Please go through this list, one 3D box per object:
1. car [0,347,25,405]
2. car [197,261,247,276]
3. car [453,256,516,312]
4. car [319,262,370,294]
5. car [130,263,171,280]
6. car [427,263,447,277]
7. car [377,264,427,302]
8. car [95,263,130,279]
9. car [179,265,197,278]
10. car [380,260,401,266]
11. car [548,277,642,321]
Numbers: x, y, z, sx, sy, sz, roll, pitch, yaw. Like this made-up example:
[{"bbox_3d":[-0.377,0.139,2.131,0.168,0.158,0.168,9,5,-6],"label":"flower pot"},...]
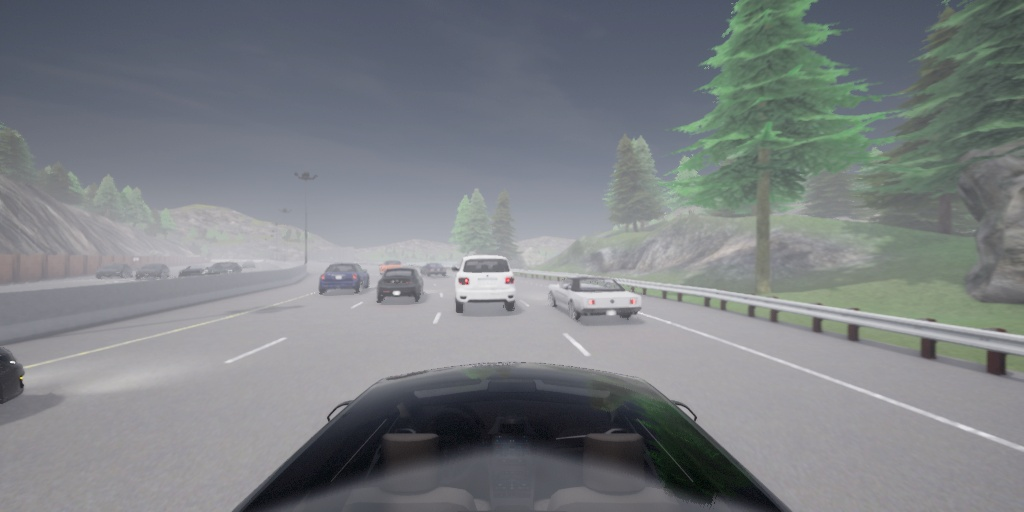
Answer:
[{"bbox_3d":[-7.137,1.287,2.494,1.837,1.490,4.892,0,0,-1],"label":"car"},{"bbox_3d":[-24.692,1.285,30.752,2.097,1.767,4.553,0,0,-27],"label":"car"},{"bbox_3d":[-1.244,1.012,14.705,2.150,2.045,5.566,0,0,-9],"label":"car"},{"bbox_3d":[-9.884,1.198,21.443,2.097,1.767,4.553,0,0,-14],"label":"car"},{"bbox_3d":[-35.281,1.493,35.337,1.837,1.490,4.892,0,0,-33],"label":"car"},{"bbox_3d":[-8.312,1.431,37.554,2.033,1.411,5.357,0,0,-25],"label":"car"},{"bbox_3d":[-5.355,1.321,17.534,1.837,1.490,4.892,0,0,-11],"label":"car"},{"bbox_3d":[-40.126,1.516,36.301,1.837,1.490,4.892,0,0,-35],"label":"car"},{"bbox_3d":[-31.150,1.574,35.380,1.895,1.301,4.718,0,0,-32],"label":"car"},{"bbox_3d":[-13.296,1.262,39.459,2.097,1.767,4.553,0,0,-28],"label":"car"},{"bbox_3d":[2.619,1.370,12.621,1.895,1.301,4.718,0,0,-7],"label":"car"}]
